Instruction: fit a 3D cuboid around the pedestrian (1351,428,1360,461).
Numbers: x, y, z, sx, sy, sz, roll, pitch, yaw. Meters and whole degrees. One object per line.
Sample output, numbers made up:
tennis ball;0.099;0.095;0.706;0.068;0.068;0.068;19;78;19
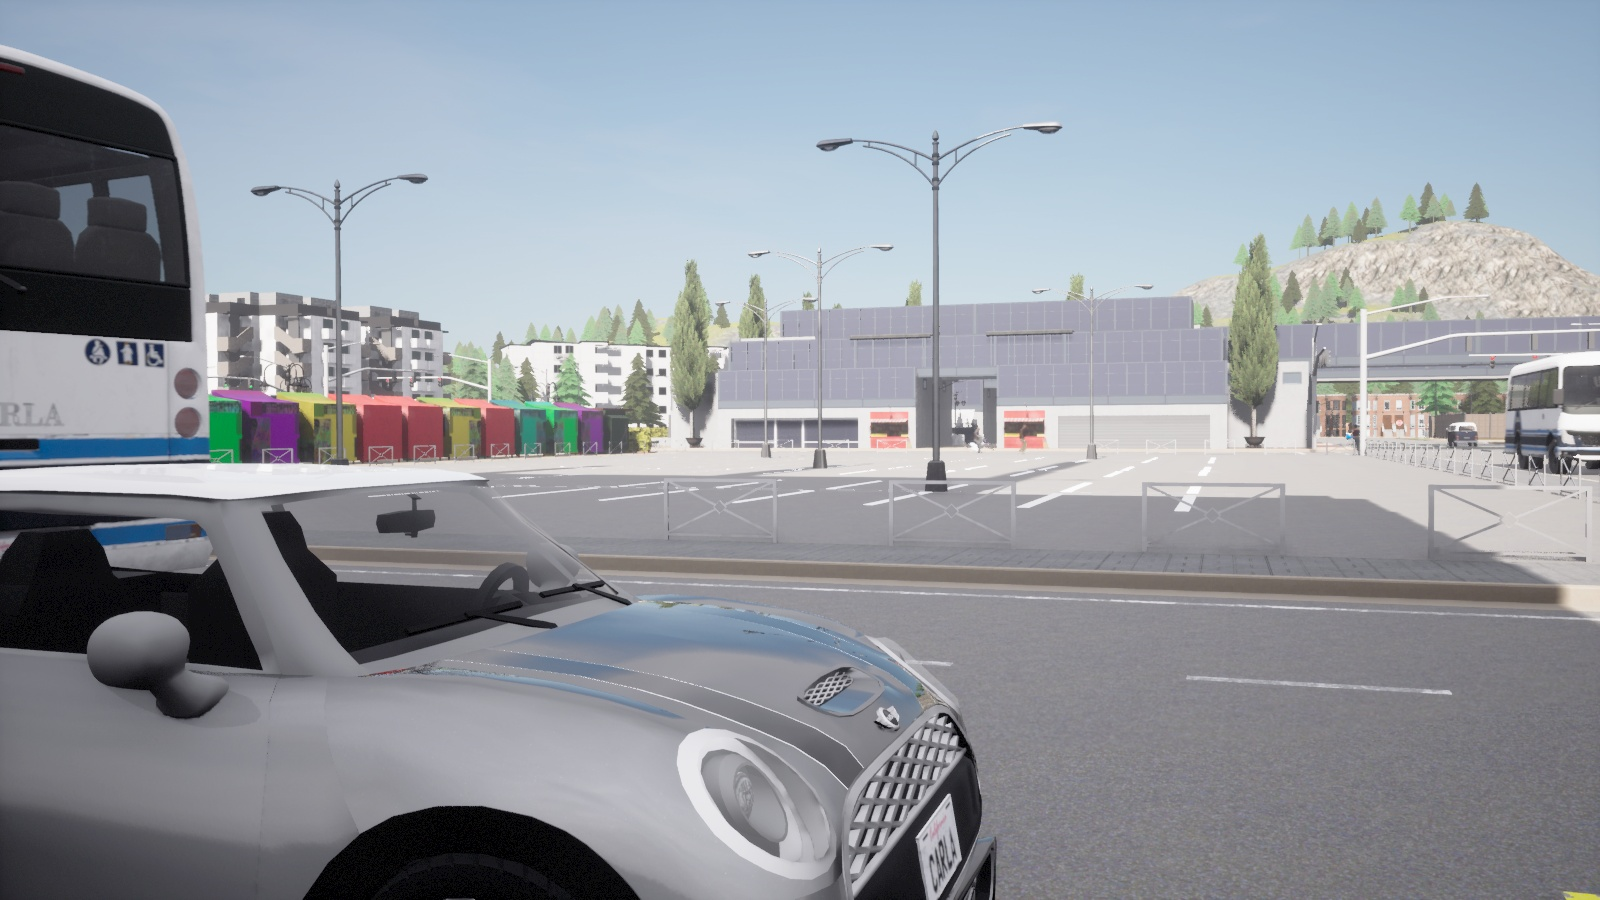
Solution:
pedestrian;31.126;-0.334;70.341;0.345;1.836;0.594;0;1;13

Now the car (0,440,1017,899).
car;-1.428;0.728;3.672;3.806;1.475;1.970;1;1;18

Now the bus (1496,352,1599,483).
bus;28.355;-1.115;45.423;3.944;4.253;10.273;1;1;20

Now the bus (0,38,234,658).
bus;-10.120;-0.761;10.829;10.273;4.253;3.944;1;1;27
